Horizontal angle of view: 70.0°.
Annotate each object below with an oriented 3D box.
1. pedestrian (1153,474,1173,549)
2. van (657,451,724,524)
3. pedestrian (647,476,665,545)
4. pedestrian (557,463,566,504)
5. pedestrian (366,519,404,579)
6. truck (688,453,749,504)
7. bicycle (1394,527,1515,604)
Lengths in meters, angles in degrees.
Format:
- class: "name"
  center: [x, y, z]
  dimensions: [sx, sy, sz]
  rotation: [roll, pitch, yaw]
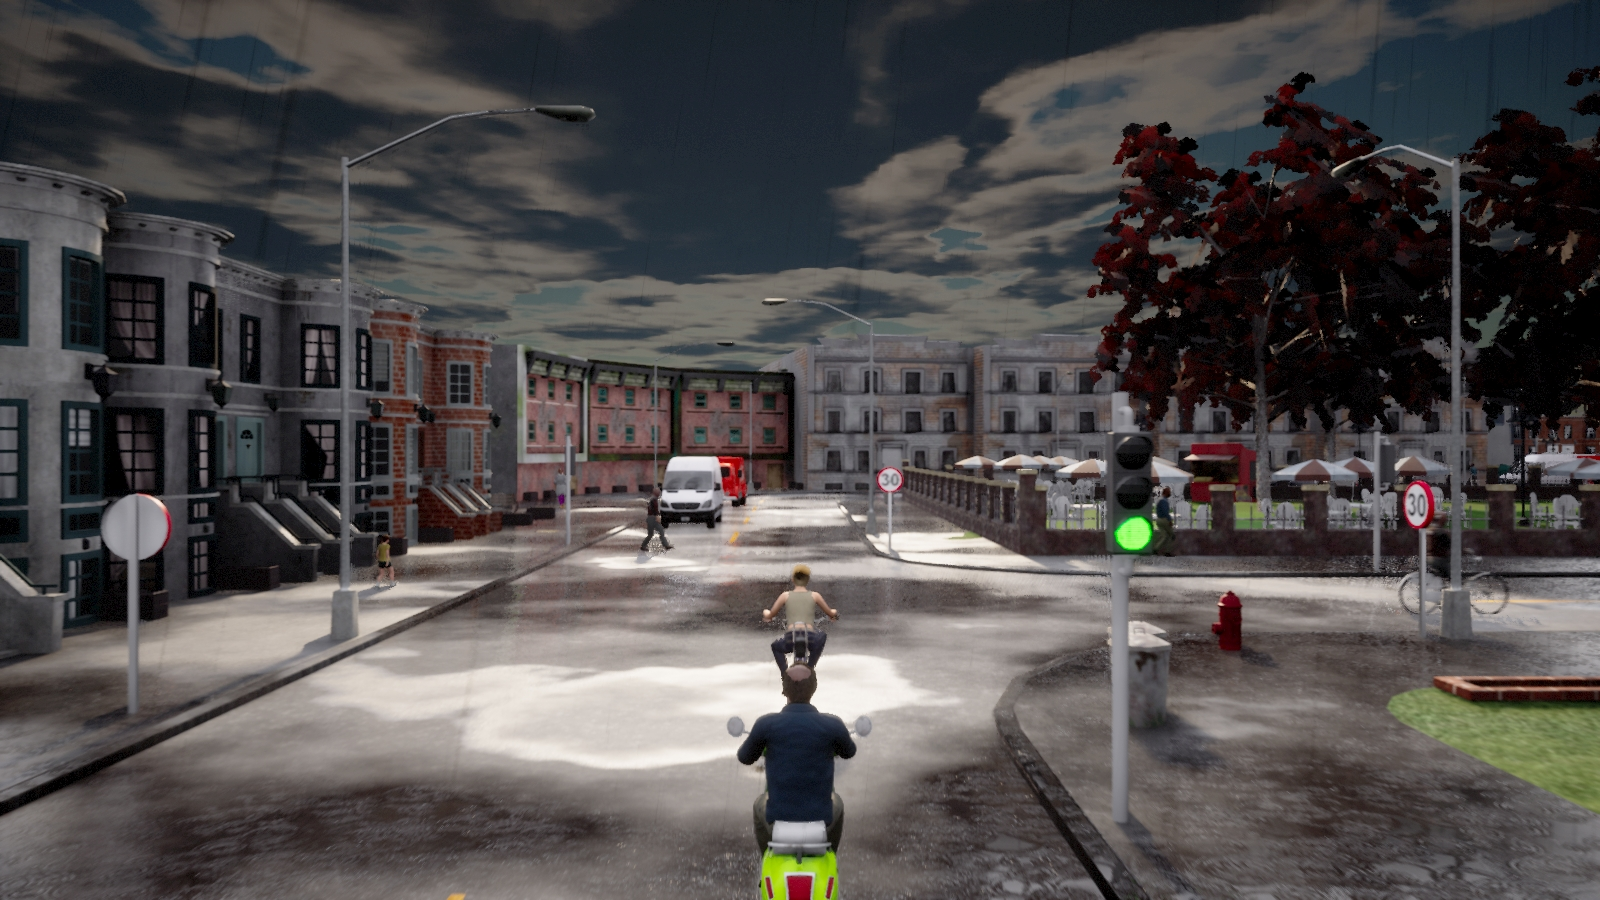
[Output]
- class: "pedestrian"
  center: [9.063, 1.526, 28.550]
  dimensions: [0.375, 1.860, 0.375]
  rotation: [0, 0, -1]
- class: "van"
  center: [-4.042, 1.329, 43.039]
  dimensions: [1.988, 2.561, 5.915]
  rotation: [0, 0, 0]
- class: "pedestrian"
  center: [-3.939, 1.639, 31.218]
  dimensions: [0.375, 1.860, 0.375]
  rotation: [0, 0, 16]
- class: "pedestrian"
  center: [-10.977, 1.550, 52.605]
  dimensions: [0.375, 1.860, 0.375]
  rotation: [0, 0, -3]
- class: "pedestrian"
  center: [-8.050, 1.912, 22.160]
  dimensions: [0.500, 1.100, 0.500]
  rotation: [0, 0, 18]
- class: "truck"
  center: [-4.049, 1.367, 57.689]
  dimensions: [2.627, 2.467, 5.204]
  rotation: [0, 0, 1]
- class: "bicycle"
  center: [11.079, 1.947, 19.347]
  dimensions: [1.835, 1.271, 0.329]
  rotation: [0, 0, 1]
